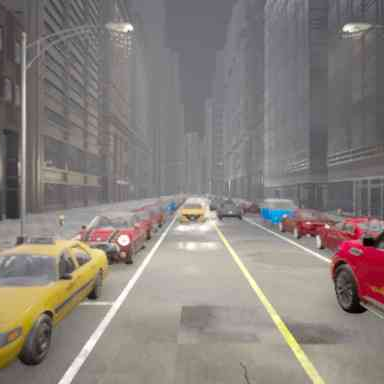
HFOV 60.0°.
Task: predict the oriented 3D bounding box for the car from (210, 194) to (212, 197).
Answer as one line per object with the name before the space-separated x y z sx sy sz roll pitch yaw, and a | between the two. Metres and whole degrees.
car | 5.935 1.656 78.820 1.947 1.339 4.313 0 0 0

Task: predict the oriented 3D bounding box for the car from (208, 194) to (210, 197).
car | 5.948 1.648 84.421 2.008 1.369 4.403 0 0 0

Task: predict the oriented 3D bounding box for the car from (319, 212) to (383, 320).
car | 3.905 1.241 4.503 2.150 2.045 5.566 0 0 0

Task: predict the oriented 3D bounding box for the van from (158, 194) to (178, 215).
van | -2.689 1.362 34.013 1.690 1.788 3.998 0 0 0

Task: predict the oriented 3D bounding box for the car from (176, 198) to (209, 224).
car | 0.051 1.499 25.454 1.882 1.535 5.008 0 0 0

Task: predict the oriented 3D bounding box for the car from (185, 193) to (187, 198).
car | -2.613 1.366 67.623 2.192 1.841 5.009 0 0 0

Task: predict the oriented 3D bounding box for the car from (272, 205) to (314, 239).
car | 5.798 1.577 17.196 1.887 1.381 4.507 0 0 0

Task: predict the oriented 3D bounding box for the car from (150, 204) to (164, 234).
car | -2.728 1.551 17.206 1.887 1.381 4.507 0 0 0

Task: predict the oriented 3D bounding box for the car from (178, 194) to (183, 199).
car | -2.664 1.471 45.216 1.967 1.590 4.097 0 0 0

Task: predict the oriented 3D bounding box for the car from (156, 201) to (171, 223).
car | -2.715 1.556 22.809 1.887 1.381 4.507 0 0 0

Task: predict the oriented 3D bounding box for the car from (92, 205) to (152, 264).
car | -2.740 1.442 11.605 1.967 1.590 4.097 0 0 0

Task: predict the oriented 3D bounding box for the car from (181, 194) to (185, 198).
car | -2.639 1.481 56.419 1.967 1.590 4.097 0 0 0

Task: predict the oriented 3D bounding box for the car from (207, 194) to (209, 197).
car | 5.961 1.545 90.024 1.967 1.590 4.097 0 0 0

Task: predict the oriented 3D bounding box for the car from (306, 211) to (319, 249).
car | 5.785 1.573 11.594 1.887 1.381 4.507 0 0 0

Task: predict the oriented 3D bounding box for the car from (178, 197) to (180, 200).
car | -2.678 1.608 39.614 1.802 1.307 4.206 0 0 0

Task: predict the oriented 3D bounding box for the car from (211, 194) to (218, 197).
car | 5.923 1.649 73.218 1.947 1.339 4.313 0 0 0

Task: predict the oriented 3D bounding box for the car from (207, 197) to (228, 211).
car | 3.111 1.609 40.784 1.994 1.385 4.181 0 0 0

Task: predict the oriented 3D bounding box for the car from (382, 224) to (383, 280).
car | 5.773 1.549 6.162 1.752 1.417 4.829 0 0 0

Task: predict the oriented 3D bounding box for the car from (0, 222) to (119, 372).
car | -2.753 1.522 5.833 1.752 1.417 4.829 0 0 0

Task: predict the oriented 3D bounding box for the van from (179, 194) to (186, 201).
van | -2.563 1.419 90.029 1.690 1.788 3.998 0 0 0

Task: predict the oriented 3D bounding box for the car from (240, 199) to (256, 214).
car | 5.835 1.592 34.003 1.887 1.381 4.507 0 0 0

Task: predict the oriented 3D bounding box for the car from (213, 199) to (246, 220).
car | 3.113 1.598 28.591 1.994 1.385 4.181 0 0 1

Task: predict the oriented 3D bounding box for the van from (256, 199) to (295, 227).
van | 5.812 1.378 22.798 1.690 1.788 3.998 0 0 0
